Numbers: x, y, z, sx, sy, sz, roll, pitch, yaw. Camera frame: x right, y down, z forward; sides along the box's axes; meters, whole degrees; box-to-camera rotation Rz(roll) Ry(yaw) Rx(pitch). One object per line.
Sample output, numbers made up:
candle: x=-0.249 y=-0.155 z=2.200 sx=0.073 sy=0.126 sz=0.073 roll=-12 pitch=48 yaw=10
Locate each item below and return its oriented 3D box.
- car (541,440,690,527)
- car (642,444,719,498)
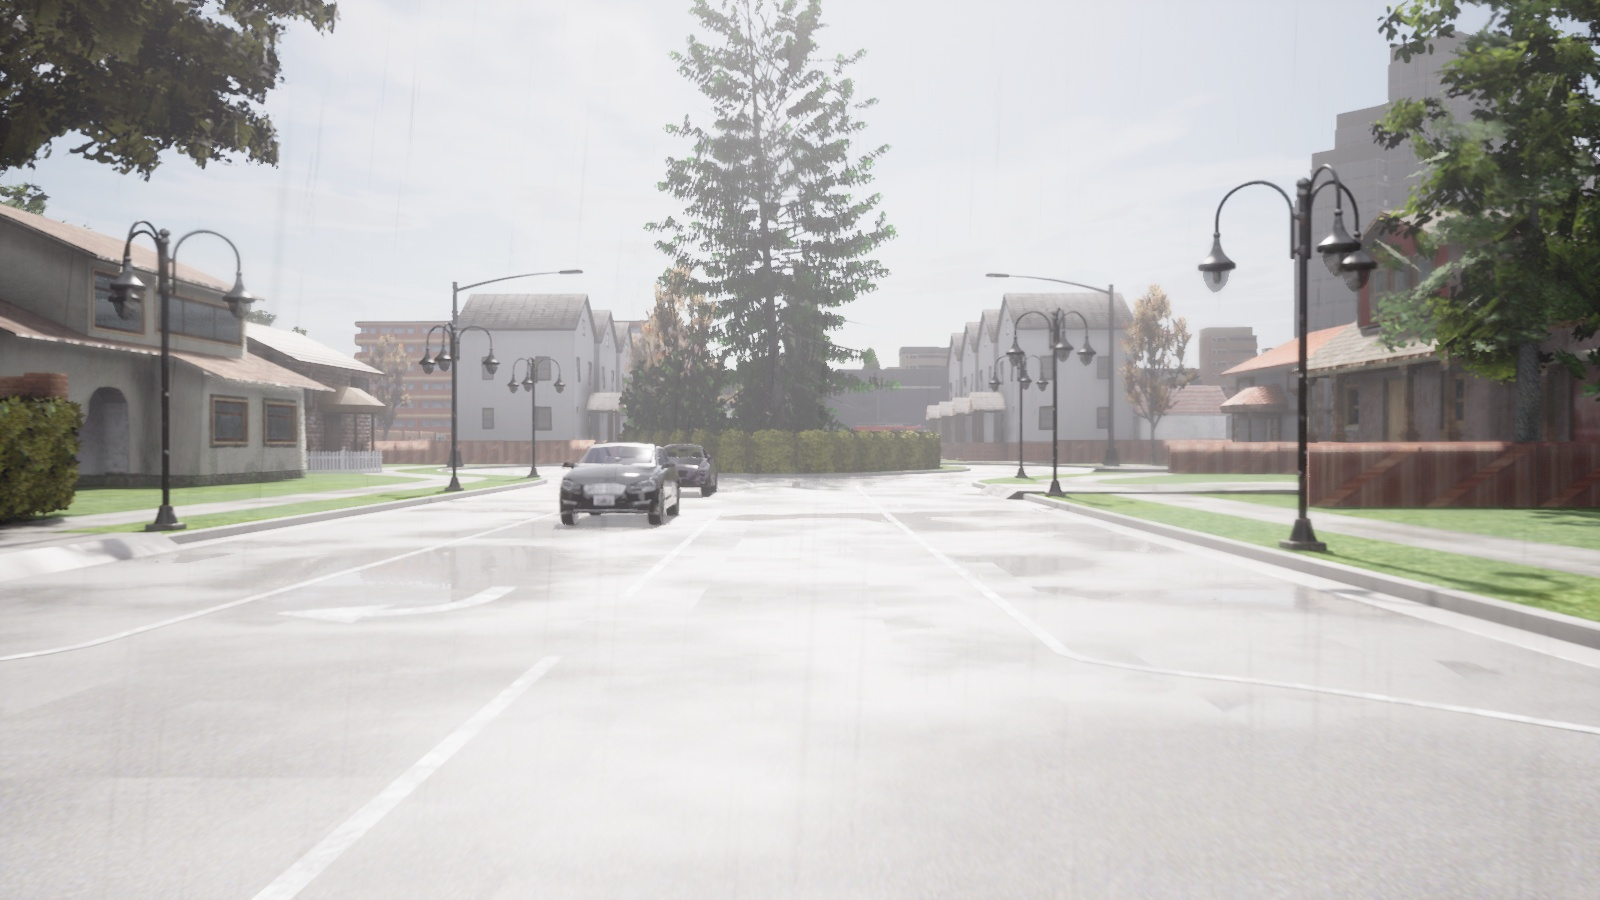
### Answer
car: x=-3.415 y=0.562 z=24.221 sx=2.128 sy=1.511 sz=4.902 roll=0 pitch=0 yaw=0
car: x=-3.383 y=0.551 z=36.264 sx=1.816 sy=1.474 sz=4.193 roll=0 pitch=0 yaw=0
